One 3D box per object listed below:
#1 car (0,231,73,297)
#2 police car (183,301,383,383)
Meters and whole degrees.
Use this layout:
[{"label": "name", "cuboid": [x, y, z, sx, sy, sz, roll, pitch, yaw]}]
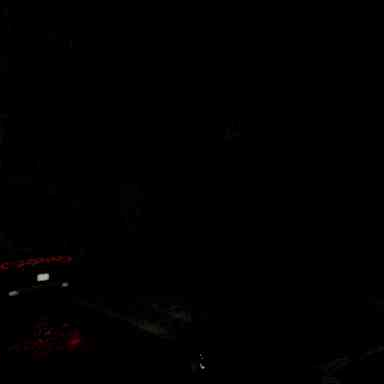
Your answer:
[{"label": "car", "cuboid": [-5.202, 1.826, 9.234, 5.008, 1.535, 1.882, -1, -4, 42]}, {"label": "police car", "cuboid": [2.119, 1.601, 2.590, 5.238, 1.638, 1.930, -1, -4, 42]}]
